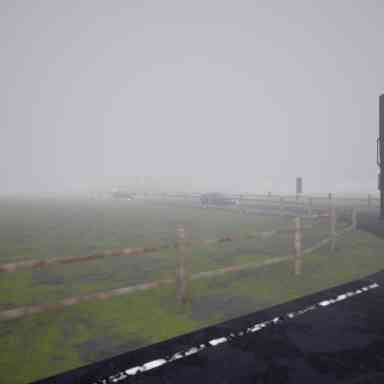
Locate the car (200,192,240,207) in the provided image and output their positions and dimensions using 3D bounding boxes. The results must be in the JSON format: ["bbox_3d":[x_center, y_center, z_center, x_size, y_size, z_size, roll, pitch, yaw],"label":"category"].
[{"bbox_3d":[2.803,0.734,32.657,2.128,1.511,4.902,-1,2,-35],"label":"car"}]

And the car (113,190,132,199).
[{"bbox_3d":[-10.820,0.385,51.888,1.994,1.385,4.181,-1,1,-35],"label":"car"}]
